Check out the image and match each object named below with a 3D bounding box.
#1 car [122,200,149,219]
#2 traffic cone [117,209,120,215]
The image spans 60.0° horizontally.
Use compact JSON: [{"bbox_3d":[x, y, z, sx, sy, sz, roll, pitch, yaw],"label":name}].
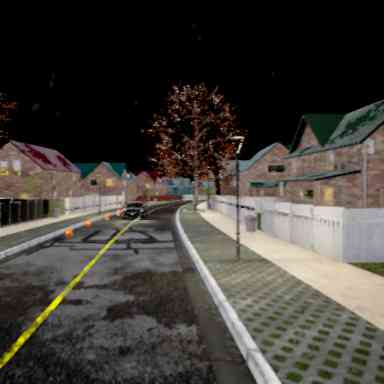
[{"bbox_3d":[-4.811,1.492,28.619,1.837,1.490,4.892,-1,0,-2],"label":"car"},{"bbox_3d":[-7.156,1.962,32.320,0.340,0.580,0.340,0,0,-2],"label":"traffic cone"}]
